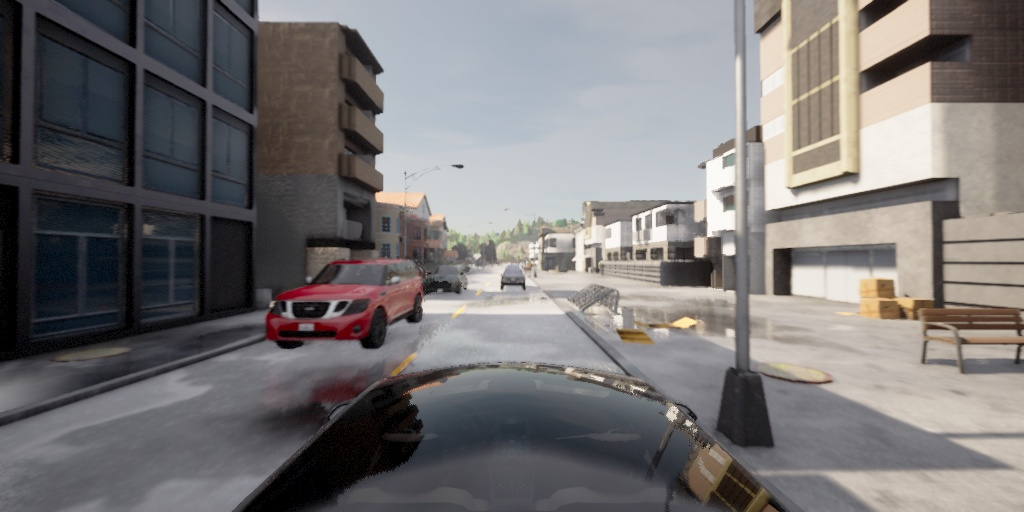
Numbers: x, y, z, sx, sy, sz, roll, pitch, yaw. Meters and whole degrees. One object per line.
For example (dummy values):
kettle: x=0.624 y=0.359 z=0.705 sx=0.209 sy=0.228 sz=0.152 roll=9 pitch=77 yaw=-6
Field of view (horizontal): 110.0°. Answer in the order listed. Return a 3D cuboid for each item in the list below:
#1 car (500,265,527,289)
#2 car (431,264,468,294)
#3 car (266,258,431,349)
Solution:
car: x=0.086 y=1.623 z=26.275 sx=2.033 sy=1.411 sz=5.357 roll=0 pitch=-1 yaw=0
car: x=-4.021 y=1.375 z=22.371 sx=2.097 sy=1.767 sz=4.553 roll=0 pitch=-1 yaw=0
car: x=-4.029 y=1.078 z=9.840 sx=2.150 sy=2.045 sz=5.566 roll=0 pitch=-1 yaw=1
